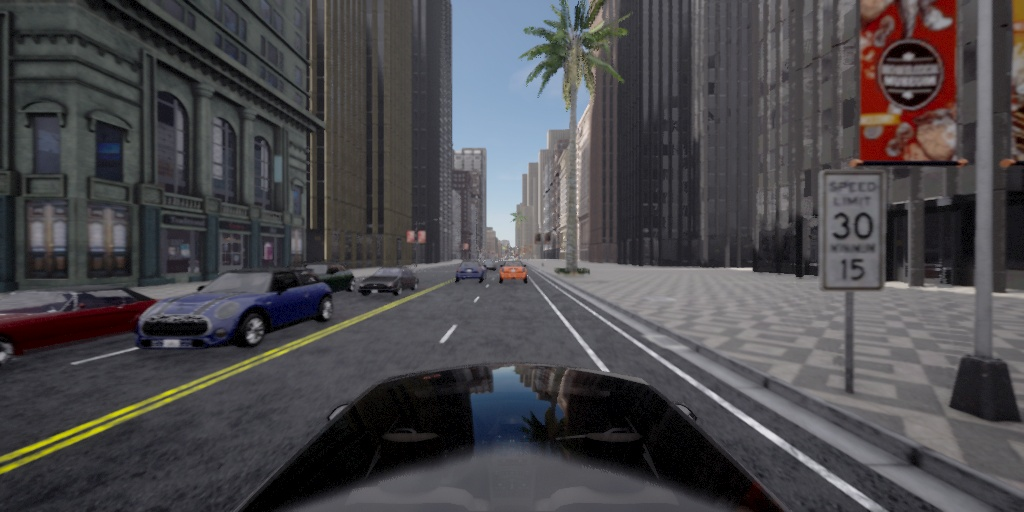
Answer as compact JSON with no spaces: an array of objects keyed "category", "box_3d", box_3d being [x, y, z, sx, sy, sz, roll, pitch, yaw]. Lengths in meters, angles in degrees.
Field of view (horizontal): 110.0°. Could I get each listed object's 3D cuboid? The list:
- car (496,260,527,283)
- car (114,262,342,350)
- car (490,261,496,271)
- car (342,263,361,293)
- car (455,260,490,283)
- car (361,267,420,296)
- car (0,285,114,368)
[{"category":"car","box_3d":[0.094,1.101,28.505,2.097,1.767,4.553,0,0,0]},{"category":"car","box_3d":[-6.580,1.102,9.193,2.097,1.767,4.553,0,0,0]},{"category":"car","box_3d":[-3.164,1.314,49.591,1.994,1.385,4.181,0,0,0]},{"category":"car","box_3d":[-9.784,1.101,18.122,2.097,1.767,4.553,0,0,1]},{"category":"car","box_3d":[-3.156,1.101,28.445,2.097,1.767,4.553,0,0,0]},{"category":"car","box_3d":[-6.505,1.297,19.634,2.033,1.411,5.357,0,0,0]},{"category":"car","box_3d":[-9.836,1.351,7.665,1.895,1.301,4.718,0,0,0]}]
